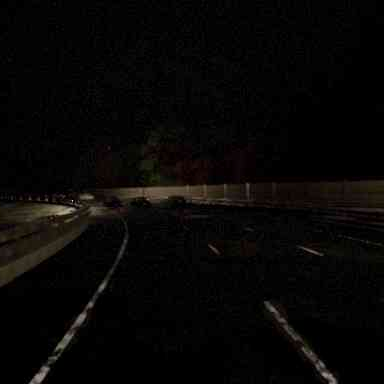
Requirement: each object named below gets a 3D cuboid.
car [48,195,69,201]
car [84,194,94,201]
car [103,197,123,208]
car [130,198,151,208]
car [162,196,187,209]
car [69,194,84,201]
[{"bbox_3d":[-29.572,1.313,72.496,5.357,1.411,2.033,0,0,44],"label":"car"},{"bbox_3d":[-24.496,1.269,77.316,4.674,1.442,1.812,0,0,44],"label":"car"},{"bbox_3d":[-11.018,1.470,45.921,1.812,1.442,4.674,0,0,-26],"label":"car"},{"bbox_3d":[-7.158,1.495,45.950,1.994,1.385,4.181,0,0,-25],"label":"car"},{"bbox_3d":[-2.392,1.268,43.831,2.097,1.767,4.553,0,0,-23],"label":"car"},{"bbox_3d":[-27.034,1.259,74.906,4.892,1.490,1.837,0,0,44],"label":"car"}]
